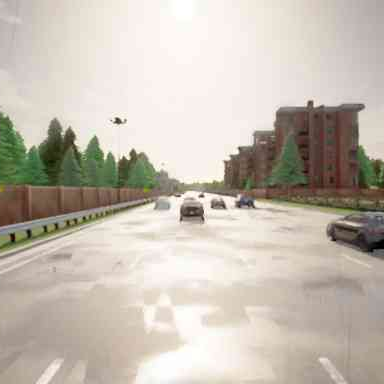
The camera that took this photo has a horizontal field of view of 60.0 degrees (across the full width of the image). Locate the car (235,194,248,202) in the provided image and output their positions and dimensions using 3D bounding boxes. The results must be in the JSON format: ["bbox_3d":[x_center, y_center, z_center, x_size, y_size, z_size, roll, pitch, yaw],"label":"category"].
[{"bbox_3d":[10.034,1.158,67.821,1.882,1.535,5.008,0,0,-1],"label":"car"}]

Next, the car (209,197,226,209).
[{"bbox_3d":[3.303,1.357,42.593,2.033,1.411,5.357,0,0,0],"label":"car"}]

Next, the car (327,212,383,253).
[{"bbox_3d":[7.047,1.482,13.291,1.994,1.385,4.181,0,0,0],"label":"car"}]

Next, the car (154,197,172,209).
[{"bbox_3d":[-3.688,1.361,42.735,1.812,1.442,4.674,0,0,0],"label":"car"}]

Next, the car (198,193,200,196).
[{"bbox_3d":[-0.234,1.284,46.524,1.882,1.535,5.008,0,1,0],"label":"car"}]

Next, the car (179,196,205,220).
[{"bbox_3d":[-0.013,1.366,26.633,1.882,1.535,5.008,0,0,0],"label":"car"}]

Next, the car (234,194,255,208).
[{"bbox_3d":[6.800,1.144,43.529,2.097,1.767,4.553,0,0,0],"label":"car"}]
